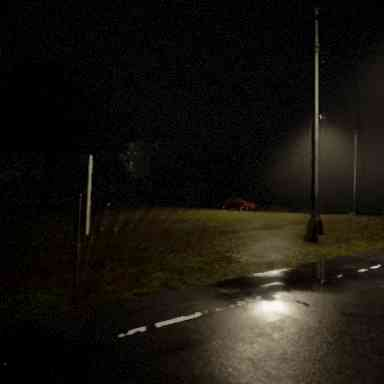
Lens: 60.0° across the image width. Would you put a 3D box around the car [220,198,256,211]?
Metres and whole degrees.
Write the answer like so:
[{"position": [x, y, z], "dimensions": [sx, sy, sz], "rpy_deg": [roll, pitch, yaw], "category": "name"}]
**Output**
[{"position": [5.335, 1.427, 38.859], "dimensions": [1.882, 1.535, 5.008], "rpy_deg": [4, -3, -35], "category": "car"}]
